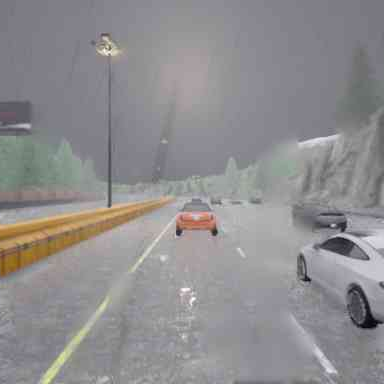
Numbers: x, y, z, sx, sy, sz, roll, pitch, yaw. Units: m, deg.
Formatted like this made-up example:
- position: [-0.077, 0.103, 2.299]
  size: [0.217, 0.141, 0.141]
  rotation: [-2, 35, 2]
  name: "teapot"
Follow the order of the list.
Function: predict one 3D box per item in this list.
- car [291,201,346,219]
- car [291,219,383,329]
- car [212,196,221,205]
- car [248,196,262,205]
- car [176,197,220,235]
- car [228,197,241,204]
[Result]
- position: [7.237, 1.490, 19.366]
  size: [2.128, 1.511, 4.902]
  rotation: [0, 0, 1]
  name: "car"
- position: [3.634, 1.525, 6.797]
  size: [1.812, 1.442, 4.674]
  rotation: [0, 0, 0]
  name: "car"
- position: [4.273, 1.496, 60.089]
  size: [2.128, 1.511, 4.902]
  rotation: [0, 0, 1]
  name: "car"
- position: [11.265, 1.506, 59.458]
  size: [1.837, 1.490, 4.892]
  rotation: [0, 0, 1]
  name: "car"
- position: [0.258, 1.353, 19.018]
  size: [2.097, 1.767, 4.553]
  rotation: [0, 0, 1]
  name: "car"
- position: [7.843, 1.603, 61.991]
  size: [1.895, 1.301, 4.718]
  rotation: [0, 0, 1]
  name: "car"
